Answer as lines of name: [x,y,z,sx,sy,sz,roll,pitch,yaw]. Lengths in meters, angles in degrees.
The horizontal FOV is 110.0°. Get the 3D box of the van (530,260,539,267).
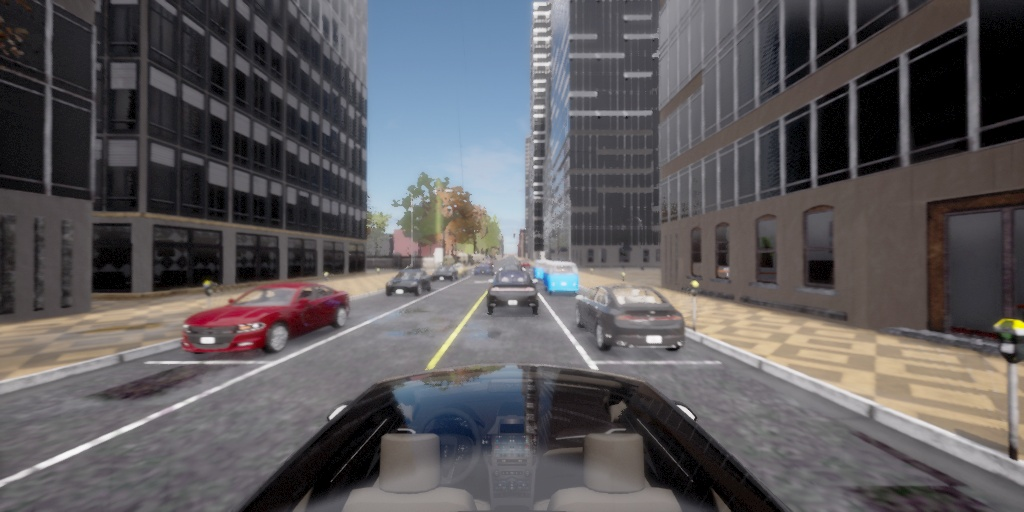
van: [2.752,1.272,31.766,1.690,1.789,3.998,0,0,0]

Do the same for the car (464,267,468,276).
car: [-5.844,1.488,38.993,1.751,1.417,4.829,0,0,0]

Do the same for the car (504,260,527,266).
car: [0.034,1.403,30.381,1.882,1.535,5.008,0,0,0]

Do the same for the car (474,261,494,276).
car: [-3.074,1.531,39.799,1.994,1.385,4.181,0,0,0]

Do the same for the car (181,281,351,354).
car: [-5.695,1.352,8.956,1.888,1.381,4.507,0,0,0]

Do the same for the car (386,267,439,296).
car: [-5.703,1.444,20.362,1.948,1.339,4.313,0,0,0]

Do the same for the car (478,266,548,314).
car: [0.038,1.335,14.226,2.128,1.511,4.902,0,0,0]

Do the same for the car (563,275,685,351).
car: [2.685,1.358,8.963,2.007,1.370,4.403,0,0,0]

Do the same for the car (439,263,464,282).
car: [-5.791,1.496,31.759,1.948,1.339,4.313,0,0,0]

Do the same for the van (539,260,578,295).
van: [2.678,1.220,20.369,1.690,1.789,3.998,0,0,0]
